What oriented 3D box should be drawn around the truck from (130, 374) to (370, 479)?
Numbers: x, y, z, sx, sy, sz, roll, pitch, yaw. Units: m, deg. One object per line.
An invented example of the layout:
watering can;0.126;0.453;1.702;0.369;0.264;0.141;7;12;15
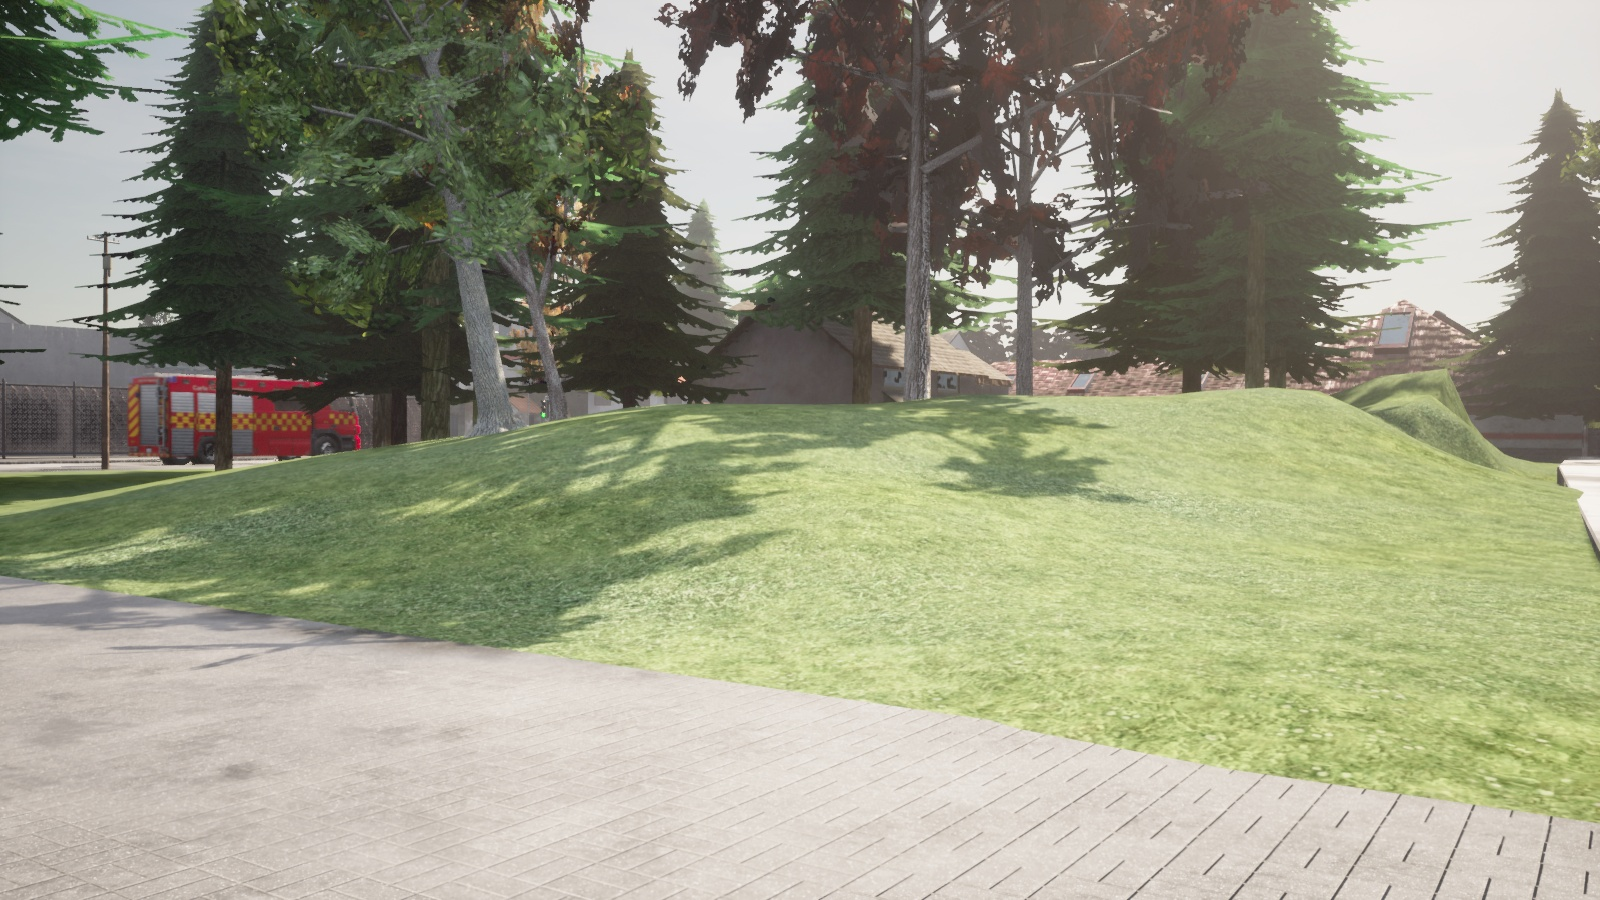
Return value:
truck;-21.623;-0.919;49.929;2.891;3.827;8.468;0;1;34
